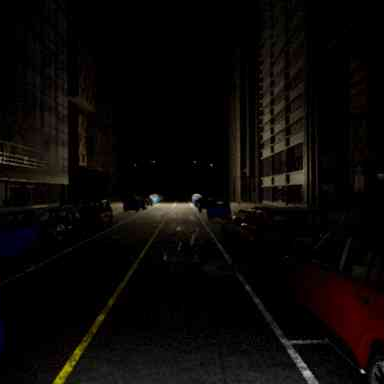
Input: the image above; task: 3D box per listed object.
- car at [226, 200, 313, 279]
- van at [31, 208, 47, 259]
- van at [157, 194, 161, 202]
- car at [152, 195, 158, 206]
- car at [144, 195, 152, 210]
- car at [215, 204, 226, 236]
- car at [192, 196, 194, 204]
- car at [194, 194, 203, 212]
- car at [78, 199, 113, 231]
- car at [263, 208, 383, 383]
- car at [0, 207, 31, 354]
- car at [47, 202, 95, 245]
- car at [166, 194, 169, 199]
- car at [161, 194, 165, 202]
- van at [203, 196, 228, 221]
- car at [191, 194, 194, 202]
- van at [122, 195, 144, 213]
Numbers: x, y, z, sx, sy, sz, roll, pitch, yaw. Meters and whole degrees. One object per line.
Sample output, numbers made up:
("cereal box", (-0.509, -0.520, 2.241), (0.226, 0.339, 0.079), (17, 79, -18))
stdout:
("car", (2.518, 1.309, 9.957), (2.192, 1.841, 5.009), (0, 0, -2))
("van", (-6.004, 1.374, 9.710), (1.690, 1.788, 3.998), (0, 0, -2))
("van", (-7.546, 1.420, 65.784), (1.690, 1.788, 3.998), (0, 0, -2))
("car", (-7.237, 1.619, 54.568), (2.008, 1.369, 4.403), (0, 0, -2))
("car", (-6.930, 1.373, 43.354), (2.192, 1.841, 5.009), (0, 0, -2))
("car", (2.359, 1.523, 15.734), (1.752, 1.417, 4.829), (0, 0, -2))
("car", (1.439, 1.569, 49.205), (1.887, 1.381, 4.507), (0, 0, -2))
("car", (1.746, 1.329, 37.992), (2.192, 1.841, 5.009), (0, 0, -2))
("car", (-6.312, 1.355, 20.924), (2.192, 1.841, 5.009), (0, 0, -2))
("car", (2.672, 1.305, 4.349), (2.192, 1.841, 5.009), (0, 0, -2))
("car", (-3.007, 1.237, 1.266), (2.150, 2.045, 5.566), (0, 0, -2))
("car", (-6.158, 1.476, 15.317), (1.967, 1.590, 4.097), (0, 0, -2))
("car", (-8.313, 1.636, 93.650), (1.752, 1.417, 4.829), (0, 0, -2))
("car", (-7.855, 1.530, 76.999), (1.967, 1.590, 4.097), (0, 0, -2))
("van", (2.055, 1.347, 26.777), (1.690, 1.788, 3.998), (0, 0, -2))
("car", (1.284, 1.469, 54.812), (1.967, 1.590, 4.097), (0, 0, -2))
("van", (-6.775, 1.394, 37.747), (1.690, 1.788, 3.998), (0, 0, -2))
